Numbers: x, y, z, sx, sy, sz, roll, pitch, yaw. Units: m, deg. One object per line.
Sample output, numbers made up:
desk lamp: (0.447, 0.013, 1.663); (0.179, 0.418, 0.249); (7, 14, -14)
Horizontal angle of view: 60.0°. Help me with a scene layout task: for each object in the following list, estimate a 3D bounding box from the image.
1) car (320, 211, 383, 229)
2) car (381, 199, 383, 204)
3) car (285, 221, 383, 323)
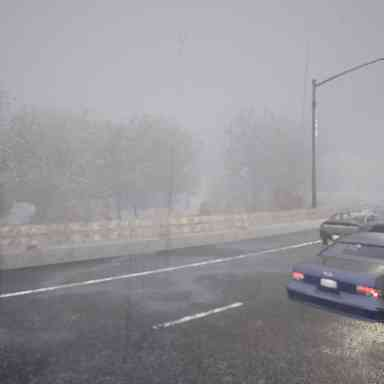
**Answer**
car: (7.495, 1.604, 14.896); (4.902, 1.511, 2.128); (0, 0, -43)
car: (46.910, 2.155, 79.498); (1.994, 1.385, 4.181); (0, 0, 6)
car: (4.232, 1.605, 7.237); (5.357, 1.411, 2.033); (0, 0, -40)
